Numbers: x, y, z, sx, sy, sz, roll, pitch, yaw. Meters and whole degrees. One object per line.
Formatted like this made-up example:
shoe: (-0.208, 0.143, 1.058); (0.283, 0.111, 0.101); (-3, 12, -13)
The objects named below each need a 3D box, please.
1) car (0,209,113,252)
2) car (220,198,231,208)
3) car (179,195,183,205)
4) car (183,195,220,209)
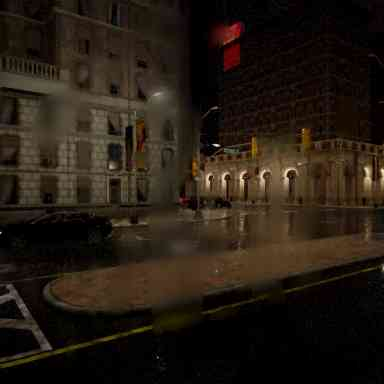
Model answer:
car: (-5.789, 1.491, 13.969); (4.902, 1.511, 2.128); (0, 0, -35)
car: (3.530, 1.478, 47.803); (1.882, 1.535, 5.008); (0, 0, -36)
car: (-2.212, 1.352, 55.901); (2.097, 1.767, 4.553); (0, 0, -35)
car: (1.234, 1.352, 44.999); (2.097, 1.767, 4.553); (0, 0, -35)
